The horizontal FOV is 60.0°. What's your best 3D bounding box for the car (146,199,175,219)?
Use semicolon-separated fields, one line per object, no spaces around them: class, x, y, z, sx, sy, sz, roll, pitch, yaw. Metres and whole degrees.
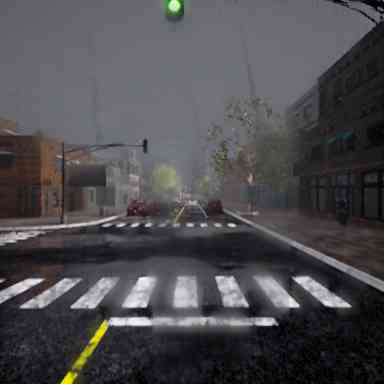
car;-3.085;1.791;33.424;1.882;1.535;5.008;0;0;0

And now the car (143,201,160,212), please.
car;-5.674;2.021;46.881;1.802;1.307;4.206;-1;-1;0

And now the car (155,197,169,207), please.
car;-5.669;1.908;63.515;2.192;1.841;5.009;-1;-1;0

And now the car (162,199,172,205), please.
car;-5.663;2.241;74.600;1.887;1.381;4.507;-1;-1;0

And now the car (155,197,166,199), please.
car;-5.672;1.857;57.971;2.192;1.841;5.009;-1;-1;0

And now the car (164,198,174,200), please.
car;-3.059;2.060;53.004;1.994;1.385;4.181;0;-1;0

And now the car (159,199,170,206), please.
car;-5.665;2.211;69.056;1.947;1.339;4.313;-1;-1;0

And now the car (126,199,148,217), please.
car;-5.680;1.651;35.796;2.192;1.841;5.009;-1;-1;0

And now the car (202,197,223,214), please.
car;2.702;1.702;41.337;2.192;1.841;5.009;-1;-1;0

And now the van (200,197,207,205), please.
van;2.718;2.088;80.143;1.690;1.788;3.998;-1;-1;0

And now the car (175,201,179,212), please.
car;-3.081;2.005;43.103;1.895;1.301;4.718;0;-1;0

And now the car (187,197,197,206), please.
car;0.030;2.043;73.657;2.097;1.767;4.553;0;-1;0

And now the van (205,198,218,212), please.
van;2.705;1.780;46.880;1.690;1.788;3.998;-1;-1;0

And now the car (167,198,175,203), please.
car;-5.656;2.415;91.231;1.947;1.339;4.313;-1;-1;0

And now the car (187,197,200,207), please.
car;0.123;2.119;63.518;1.812;1.442;4.674;0;-1;0

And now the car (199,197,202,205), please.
car;2.711;2.093;57.966;2.008;1.369;4.403;-1;-1;0

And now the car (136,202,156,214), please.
car;-5.676;1.932;41.337;1.887;1.381;4.507;-1;-1;0

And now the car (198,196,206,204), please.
car;2.722;2.164;91.230;2.192;1.841;5.009;-1;-1;0
